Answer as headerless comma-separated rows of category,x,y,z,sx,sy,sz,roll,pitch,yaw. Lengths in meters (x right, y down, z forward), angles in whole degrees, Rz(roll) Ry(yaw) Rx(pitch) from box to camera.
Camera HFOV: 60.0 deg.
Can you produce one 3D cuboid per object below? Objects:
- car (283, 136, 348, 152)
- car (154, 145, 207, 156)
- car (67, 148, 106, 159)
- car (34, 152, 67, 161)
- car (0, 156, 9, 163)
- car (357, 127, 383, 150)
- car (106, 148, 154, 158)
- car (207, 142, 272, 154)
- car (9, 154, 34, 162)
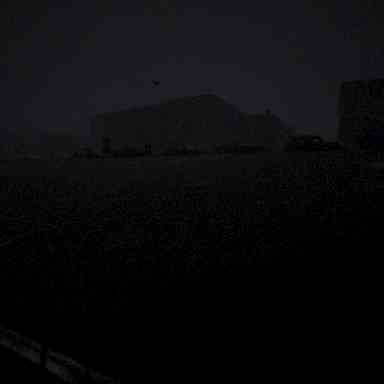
car,9.226,-3.372,24.928,4.553,1.767,2.185,2,1,26
car,-0.687,-3.451,29.827,4.674,1.452,2.002,1,1,28
car,-10.544,-3.844,35.232,4.553,1.767,2.185,1,1,31
car,-15.299,-3.830,38.047,5.008,1.535,2.097,1,1,32
car,-24.659,-4.050,44.002,4.892,1.521,2.231,1,1,34
car,14.328,-3.343,22.590,5.566,2.045,2.435,2,1,25
car,-5.551,-3.573,32.433,4.792,1.488,2.163,1,1,29
car,4.145,-3.379,27.370,4.892,1.521,2.231,1,1,27
car,-20.012,-3.902,40.974,4.674,1.452,2.002,1,1,33
